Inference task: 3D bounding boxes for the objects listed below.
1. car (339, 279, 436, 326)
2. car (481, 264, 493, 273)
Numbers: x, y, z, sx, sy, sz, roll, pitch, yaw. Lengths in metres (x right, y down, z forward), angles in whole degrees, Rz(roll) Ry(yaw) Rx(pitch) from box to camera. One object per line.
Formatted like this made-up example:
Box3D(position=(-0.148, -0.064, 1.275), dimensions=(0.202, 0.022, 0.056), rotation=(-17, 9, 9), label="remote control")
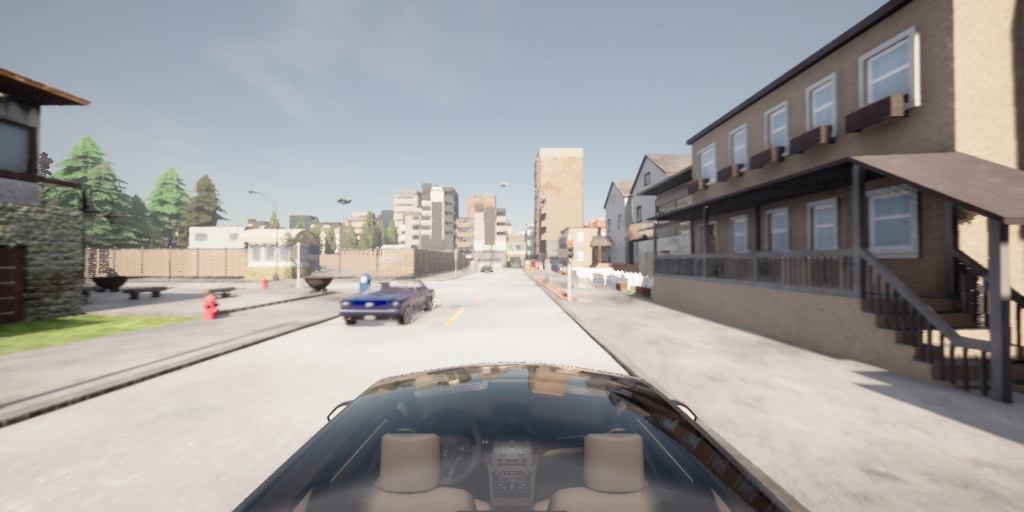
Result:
Box3D(position=(-4.060, 1.491, 12.459), dimensions=(1.895, 1.301, 4.718), rotation=(0, -1, 0), label="car")
Box3D(position=(-4.011, 2.037, 58.235), dimensions=(2.033, 1.411, 5.357), rotation=(0, -1, 1), label="car")
